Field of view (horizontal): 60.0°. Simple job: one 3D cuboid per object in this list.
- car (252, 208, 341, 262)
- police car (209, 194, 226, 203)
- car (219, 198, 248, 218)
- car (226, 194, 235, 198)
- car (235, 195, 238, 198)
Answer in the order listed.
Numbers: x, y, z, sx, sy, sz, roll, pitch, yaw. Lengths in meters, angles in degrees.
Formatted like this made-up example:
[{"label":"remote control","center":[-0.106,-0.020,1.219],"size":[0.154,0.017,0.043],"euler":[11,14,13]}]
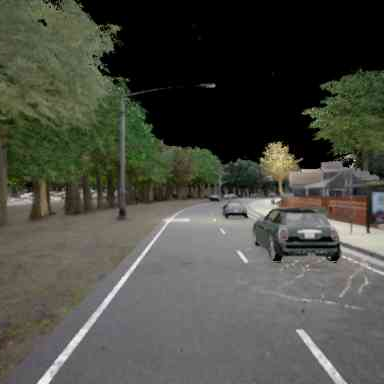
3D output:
[{"label":"car","center":[3.598,1.345,12.292],"size":[2.097,1.767,4.553],"euler":[0,0,0]},{"label":"police car","center":[4.802,1.241,66.368],"size":[1.930,1.638,5.238],"euler":[0,0,16]},{"label":"car","center":[3.784,1.518,29.698],"size":[1.994,1.385,4.181],"euler":[0,0,2]},{"label":"car","center":[7.777,1.286,75.752],"size":[1.812,1.442,4.674],"euler":[0,0,19]},{"label":"car","center":[9.870,1.204,81.346],"size":[1.882,1.535,5.008],"euler":[0,0,22]}]
